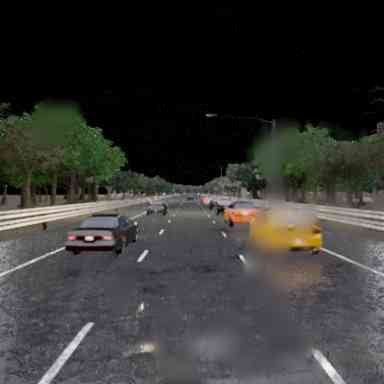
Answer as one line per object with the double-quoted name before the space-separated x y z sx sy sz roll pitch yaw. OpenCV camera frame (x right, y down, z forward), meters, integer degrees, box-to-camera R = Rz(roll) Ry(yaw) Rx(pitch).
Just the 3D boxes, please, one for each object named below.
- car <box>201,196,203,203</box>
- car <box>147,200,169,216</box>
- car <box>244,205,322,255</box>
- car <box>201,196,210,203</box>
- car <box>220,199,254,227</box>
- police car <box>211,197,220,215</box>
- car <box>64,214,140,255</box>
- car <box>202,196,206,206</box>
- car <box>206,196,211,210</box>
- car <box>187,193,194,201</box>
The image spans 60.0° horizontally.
"car" 3.175 1.571 67.830 2.097 1.767 4.553 0 0 0
"car" -3.500 1.605 34.272 2.128 1.511 4.902 0 0 0
"car" 3.598 1.522 13.600 1.882 1.535 5.008 0 0 0
"car" 3.101 1.731 78.860 1.882 1.535 5.008 0 0 0
"car" 3.469 1.430 23.832 2.097 1.767 4.553 0 0 0
"police car" 3.394 1.541 34.972 1.930 1.638 5.238 0 0 0
"car" -3.404 1.592 13.530 2.033 1.411 5.357 0 0 0
"car" 3.248 1.787 56.890 1.895 1.301 4.718 0 0 0
"car" 3.322 1.629 45.861 1.882 1.535 5.008 0 0 0
"car" -0.457 1.644 87.974 1.837 1.490 4.892 0 0 0
